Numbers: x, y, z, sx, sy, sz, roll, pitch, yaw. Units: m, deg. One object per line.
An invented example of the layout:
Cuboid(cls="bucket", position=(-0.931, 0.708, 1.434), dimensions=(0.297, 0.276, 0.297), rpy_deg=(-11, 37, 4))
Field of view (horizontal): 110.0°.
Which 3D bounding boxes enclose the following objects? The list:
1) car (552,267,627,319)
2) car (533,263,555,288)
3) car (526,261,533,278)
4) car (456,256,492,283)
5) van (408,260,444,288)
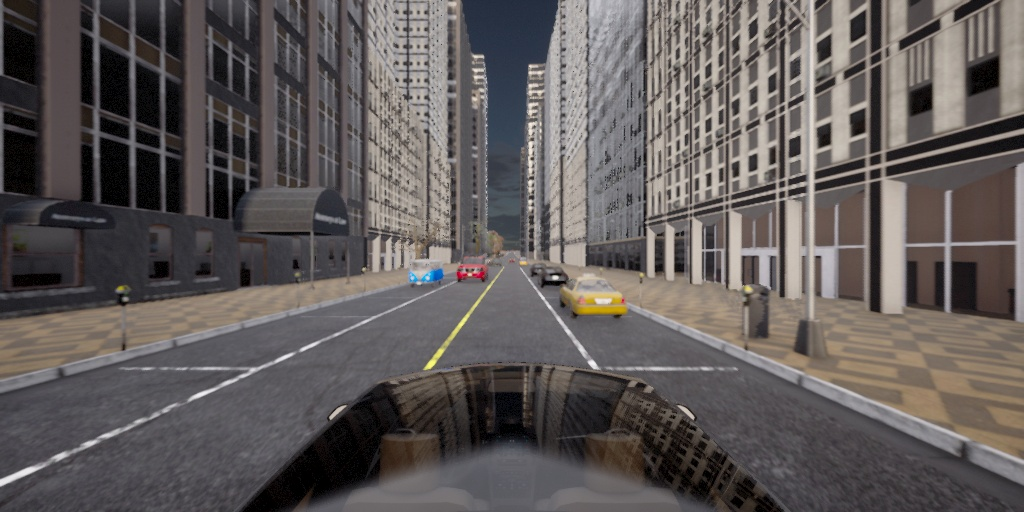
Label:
Cuboid(cls="car", position=(2.688, 1.301, 12.851), dimensions=(1.751, 1.417, 4.829), rpy_deg=(0, 0, 0))
Cuboid(cls="car", position=(2.686, 1.364, 24.078), dimensions=(1.948, 1.339, 4.313), rpy_deg=(0, 0, 0))
Cuboid(cls="car", position=(2.684, 1.383, 35.475), dimensions=(1.948, 1.339, 4.313), rpy_deg=(0, 0, 0))
Cuboid(cls="car", position=(-3.105, 1.029, 29.120), dimensions=(2.150, 2.045, 5.566), rpy_deg=(0, 0, 0))
Cuboid(cls="van", position=(-5.694, 1.138, 24.081), dimensions=(1.690, 1.789, 3.998), rpy_deg=(0, 0, 0))
